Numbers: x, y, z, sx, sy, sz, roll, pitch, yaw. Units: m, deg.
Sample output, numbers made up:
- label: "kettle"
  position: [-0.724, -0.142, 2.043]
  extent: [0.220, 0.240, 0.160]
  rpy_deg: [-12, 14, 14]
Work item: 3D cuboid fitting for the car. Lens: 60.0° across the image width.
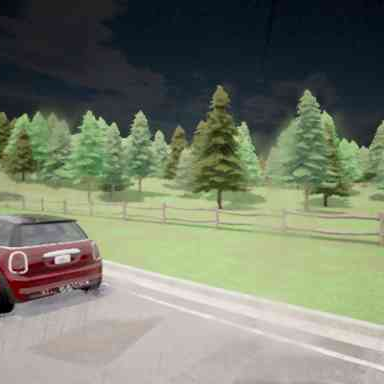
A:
- label: "car"
  position: [-4.093, 1.284, 7.728]
  extent: [4.553, 1.767, 2.097]
  rpy_deg: [1, 0, 40]
